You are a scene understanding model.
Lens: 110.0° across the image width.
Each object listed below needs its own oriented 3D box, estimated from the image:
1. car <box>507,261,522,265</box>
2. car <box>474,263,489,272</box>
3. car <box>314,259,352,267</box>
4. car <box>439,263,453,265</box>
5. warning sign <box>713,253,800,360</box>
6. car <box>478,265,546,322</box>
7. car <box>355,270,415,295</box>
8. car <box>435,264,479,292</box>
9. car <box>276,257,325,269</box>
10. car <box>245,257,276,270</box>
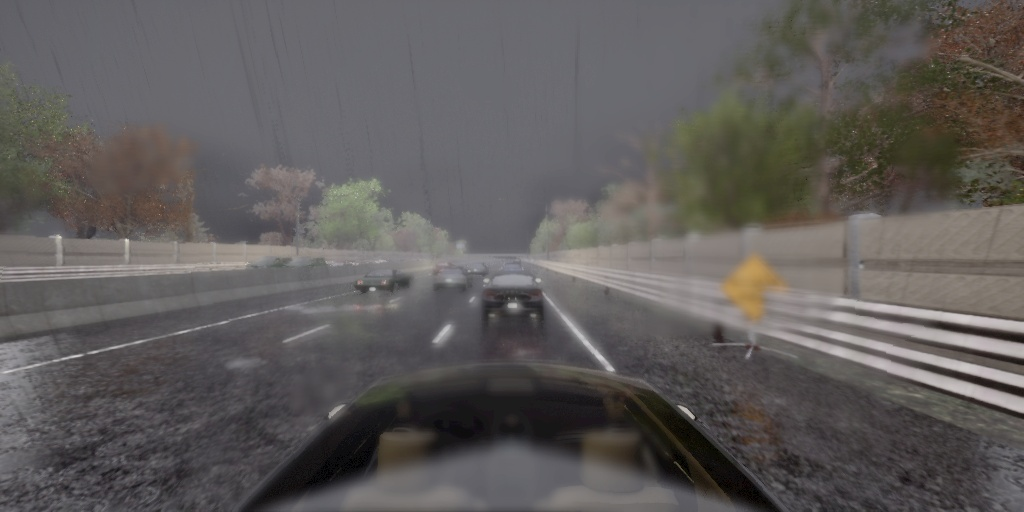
[{"bbox_3d":[0.106,1.416,31.980,2.033,1.411,5.357,0,0,0],"label":"car"},{"bbox_3d":[-3.391,1.457,37.290,1.994,1.385,4.181,0,0,0],"label":"car"},{"bbox_3d":[-17.584,1.368,36.492,1.882,1.535,5.008,0,0,0],"label":"car"},{"bbox_3d":[-6.890,1.422,37.881,1.812,1.442,4.674,0,0,0],"label":"car"},{"bbox_3d":[4.551,0.882,6.765,1.300,1.860,1.060,0,0,0],"label":"warning sign"},{"bbox_3d":[0.081,1.265,12.535,1.882,1.535,5.008,0,0,0],"label":"car"},{"bbox_3d":[-6.898,1.418,20.132,1.895,1.301,4.718,0,0,0],"label":"car"},{"bbox_3d":[-3.397,1.388,21.915,1.994,1.385,4.181,0,0,0],"label":"car"},{"bbox_3d":[-21.082,1.114,36.875,2.150,2.045,5.566,0,0,0],"label":"car"},{"bbox_3d":[-24.586,1.114,36.903,2.150,2.045,5.566,0,0,0],"label":"car"}]
